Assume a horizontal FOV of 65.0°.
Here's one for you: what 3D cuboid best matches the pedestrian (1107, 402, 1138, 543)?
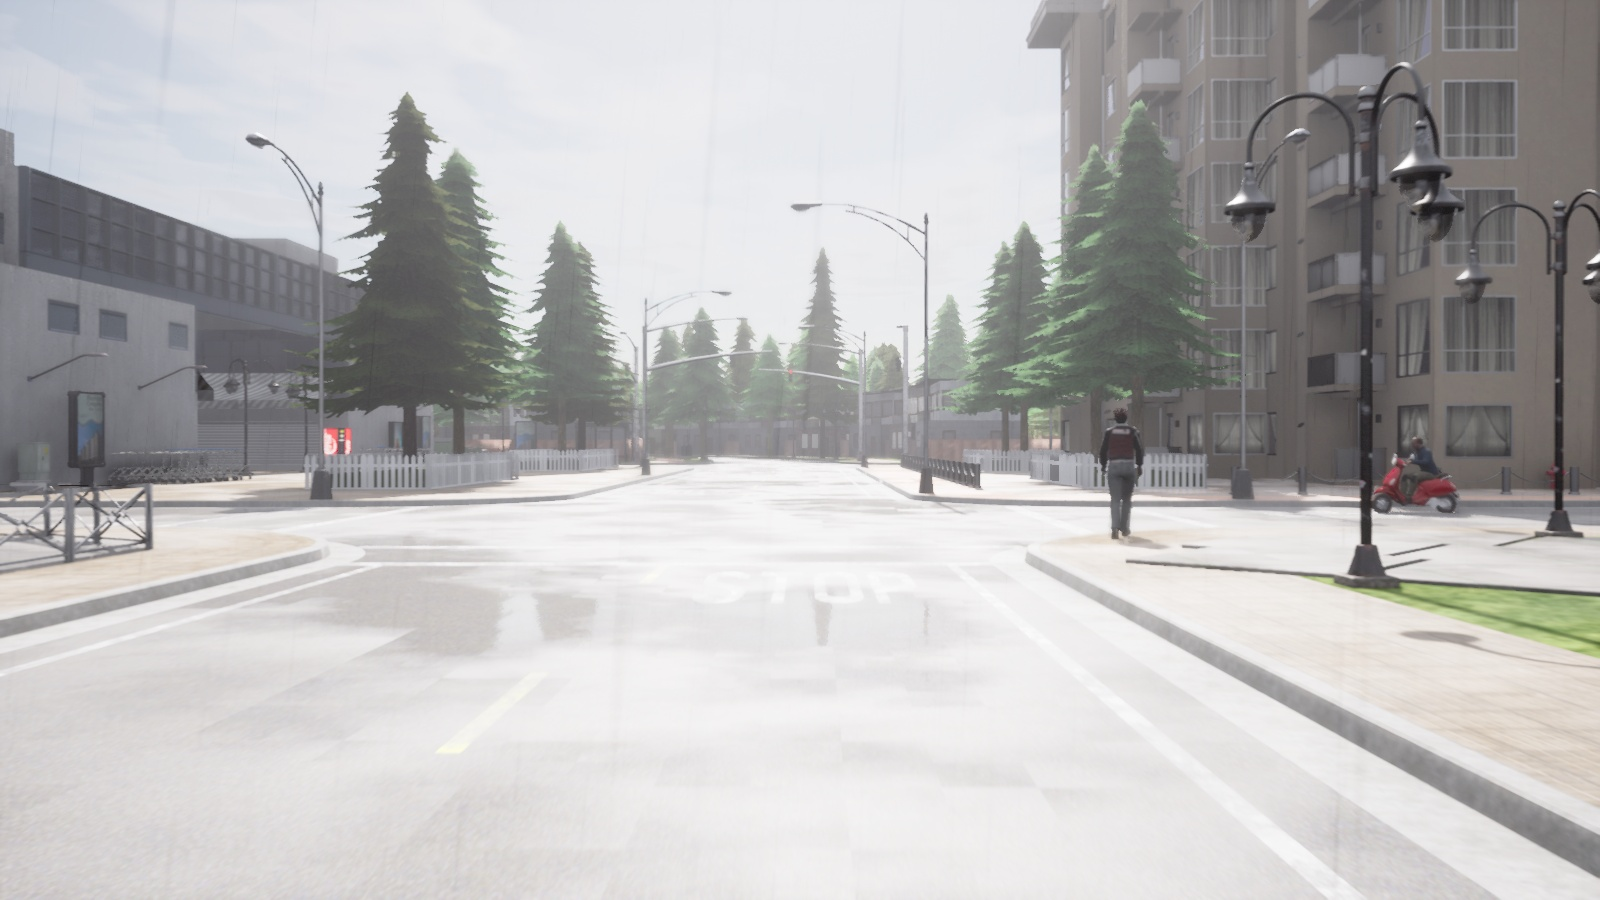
[{"bbox_3d":[4.515,0.303,17.565,0.402,1.930,0.666,0,0,16],"label":"pedestrian"}]

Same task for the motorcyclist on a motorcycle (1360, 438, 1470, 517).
[{"bbox_3d":[12.629,0.549,25.827,1.817,1.590,0.866,0,0,1],"label":"motorcyclist on a motorcycle"}]

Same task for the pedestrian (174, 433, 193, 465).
[{"bbox_3d":[-36.962,-0.062,75.265,0.849,1.883,0.563,0,0,0],"label":"pedestrian"}]
